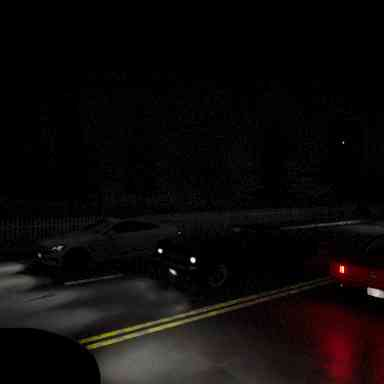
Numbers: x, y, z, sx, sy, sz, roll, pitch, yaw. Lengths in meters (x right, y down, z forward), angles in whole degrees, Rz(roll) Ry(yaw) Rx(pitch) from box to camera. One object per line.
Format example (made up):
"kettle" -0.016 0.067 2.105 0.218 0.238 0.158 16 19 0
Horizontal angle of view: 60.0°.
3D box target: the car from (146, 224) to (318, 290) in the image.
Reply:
"car" 1.348 1.601 9.259 4.718 1.301 1.895 0 0 -36

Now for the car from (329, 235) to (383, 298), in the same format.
"car" 5.254 1.601 7.519 4.718 1.301 1.895 0 0 -35

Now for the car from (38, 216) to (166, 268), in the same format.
"car" -2.440 1.526 10.837 4.674 1.442 1.812 0 0 -36

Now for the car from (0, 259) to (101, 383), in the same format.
"car" -2.819 1.526 1.759 4.674 1.442 1.812 0 0 -36
